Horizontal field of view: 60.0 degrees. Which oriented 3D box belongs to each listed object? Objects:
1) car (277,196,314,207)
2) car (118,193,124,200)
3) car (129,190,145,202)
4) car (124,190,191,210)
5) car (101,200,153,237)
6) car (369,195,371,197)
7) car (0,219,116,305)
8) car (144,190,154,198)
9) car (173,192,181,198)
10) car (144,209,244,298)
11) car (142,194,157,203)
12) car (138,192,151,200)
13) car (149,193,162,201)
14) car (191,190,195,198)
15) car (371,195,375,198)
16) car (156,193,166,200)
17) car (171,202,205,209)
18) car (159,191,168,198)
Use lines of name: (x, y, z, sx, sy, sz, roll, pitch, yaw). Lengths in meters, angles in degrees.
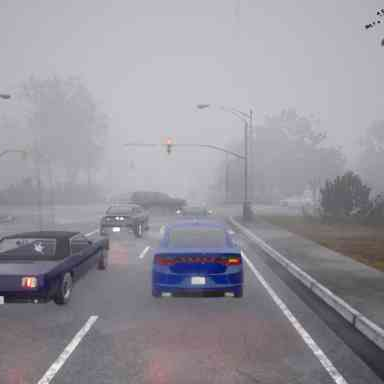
car: (13.299, 1.200, 42.760, 4.674, 1.442, 1.812, 0, 1, -3)
car: (-10.524, 0.930, 53.845, 2.097, 1.767, 4.553, 0, 0, 1)
car: (-10.449, 0.709, 63.428, 2.150, 2.045, 5.566, 0, 1, 0)
car: (-3.156, 0.998, 31.140, 5.566, 2.045, 2.150, 0, 1, -3)
car: (-3.370, 1.402, 17.237, 1.837, 1.490, 4.892, 0, 0, 0)
car: (16.158, 1.261, 35.719, 4.674, 1.442, 1.812, 0, 1, -3)
car: (-3.385, 1.573, 7.986, 1.895, 1.301, 4.718, 0, 0, 0)
car: (-10.774, 0.445, 84.223, 2.150, 2.045, 5.566, 0, 1, -3)
car: (-3.839, 0.741, 85.603, 2.033, 1.411, 5.357, 0, 1, -4)
car: (0.116, 1.446, 8.531, 1.882, 1.535, 5.008, 0, 0, 0)
car: (-6.995, 1.127, 55.454, 1.994, 1.385, 4.181, 0, 1, 0)
car: (-10.463, 0.894, 73.653, 2.128, 1.511, 4.902, 0, 1, 0)
car: (-6.951, 0.956, 64.262, 1.882, 1.535, 5.008, 0, 1, 0)
car: (-0.322, 0.419, 85.404, 2.150, 2.045, 5.566, 0, 1, -4)
car: (22.488, 1.174, 43.265, 4.892, 1.490, 1.837, 0, 1, -3)
car: (-6.968, 0.957, 74.287, 1.895, 1.301, 4.718, 0, 1, -1)
car: (0.130, 1.458, 17.513, 1.994, 1.385, 4.181, 0, 0, 0)
car: (-7.351, 0.549, 85.770, 2.097, 1.767, 4.553, 0, 1, -3)
